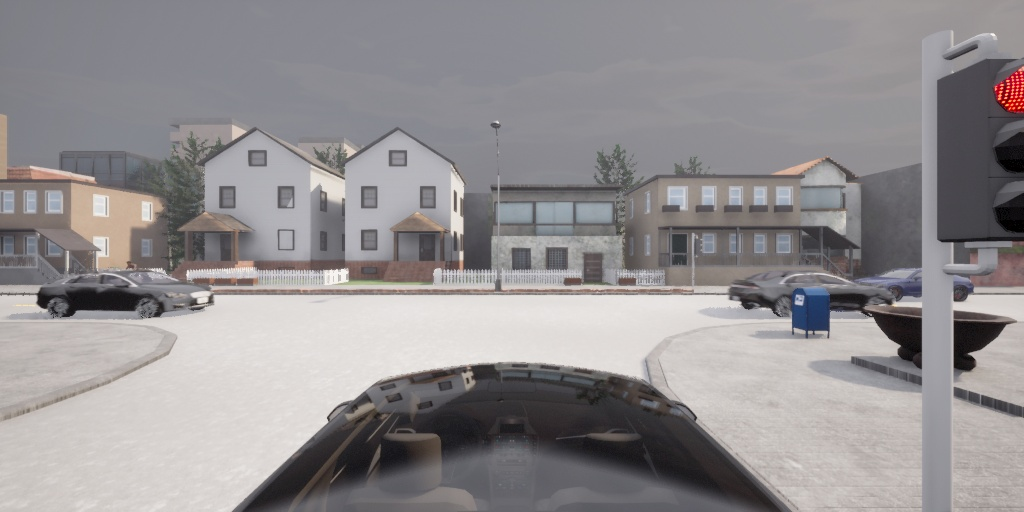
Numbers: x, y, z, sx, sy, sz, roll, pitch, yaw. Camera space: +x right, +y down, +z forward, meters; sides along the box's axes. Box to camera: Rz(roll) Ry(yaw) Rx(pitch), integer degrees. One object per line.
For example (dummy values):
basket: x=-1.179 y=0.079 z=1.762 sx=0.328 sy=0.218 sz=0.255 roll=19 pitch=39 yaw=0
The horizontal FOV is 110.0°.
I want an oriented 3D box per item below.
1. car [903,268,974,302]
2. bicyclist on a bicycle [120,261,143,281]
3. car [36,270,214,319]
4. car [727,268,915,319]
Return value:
car: x=18.185 y=1.276 z=16.451 sx=4.674 sy=1.442 sz=1.812 roll=0 pitch=0 yaw=0
bicyclist on a bicycle: x=-21.875 y=1.099 z=20.647 sx=0.582 sy=1.620 sz=1.656 roll=0 pitch=0 yaw=0
car: x=-12.961 y=1.241 z=12.216 sx=4.902 sy=1.511 sz=2.128 roll=0 pitch=0 yaw=1
car: x=10.077 y=1.241 z=12.268 sx=4.902 sy=1.511 sz=2.128 roll=0 pitch=0 yaw=0
